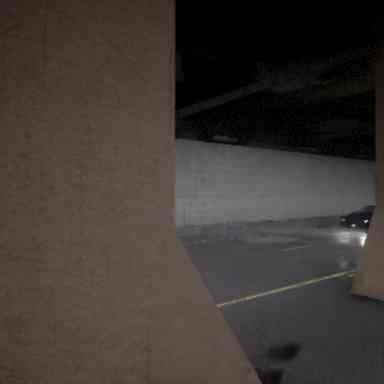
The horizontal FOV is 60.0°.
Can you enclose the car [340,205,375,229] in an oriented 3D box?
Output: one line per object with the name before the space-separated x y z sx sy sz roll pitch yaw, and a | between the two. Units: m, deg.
car | 11.499 1.553 20.796 5.357 1.411 2.033 0 0 -36
